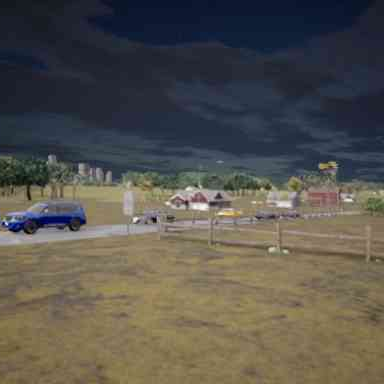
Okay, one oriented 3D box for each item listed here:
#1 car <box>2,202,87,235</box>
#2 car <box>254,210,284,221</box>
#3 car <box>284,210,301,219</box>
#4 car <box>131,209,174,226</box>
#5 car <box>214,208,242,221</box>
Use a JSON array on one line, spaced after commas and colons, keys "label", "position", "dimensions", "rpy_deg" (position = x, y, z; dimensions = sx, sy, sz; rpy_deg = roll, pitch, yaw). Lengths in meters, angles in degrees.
[{"label": "car", "position": [-10.043, 1.753, 23.236], "dimensions": [2.150, 2.045, 5.566], "rpy_deg": [1, -2, 35]}, {"label": "car", "position": [10.682, 3.272, 47.264], "dimensions": [2.033, 1.411, 5.357], "rpy_deg": [1, -2, 36]}, {"label": "car", "position": [16.409, 3.640, 55.360], "dimensions": [2.033, 1.411, 5.357], "rpy_deg": [1, -2, 36]}, {"label": "car", "position": [-3.726, 2.418, 32.110], "dimensions": [2.128, 1.511, 4.902], "rpy_deg": [1, -2, 36]}, {"label": "car", "position": [4.766, 2.945, 43.948], "dimensions": [1.882, 1.535, 5.008], "rpy_deg": [1, -1, 36]}]
